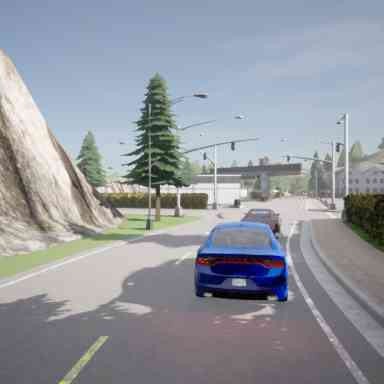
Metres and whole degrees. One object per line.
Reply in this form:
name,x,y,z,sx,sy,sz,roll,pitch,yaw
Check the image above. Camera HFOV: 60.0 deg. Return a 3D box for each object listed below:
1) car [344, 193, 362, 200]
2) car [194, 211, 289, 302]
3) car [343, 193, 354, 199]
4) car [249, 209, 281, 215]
car,40.119,1.077,82.984,3.866,1.878,1.905,0,0,19
car,1.281,1.478,8.440,1.882,1.535,5.008,0,0,10
car,38.469,1.361,80.034,3.806,1.475,1.970,0,0,19
car,3.678,1.564,17.634,1.994,1.385,4.181,0,0,17
